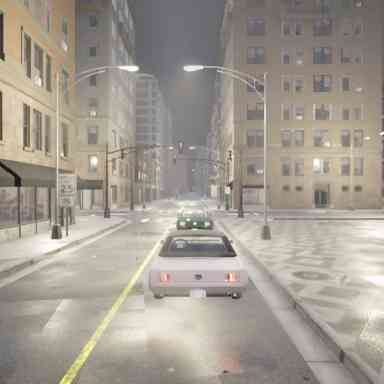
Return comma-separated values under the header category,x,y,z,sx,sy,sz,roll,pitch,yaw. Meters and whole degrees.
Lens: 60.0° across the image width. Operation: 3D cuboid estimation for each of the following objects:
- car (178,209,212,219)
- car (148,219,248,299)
category,x,y,z,sx,sy,sz,roll,pitch,yaw
car,0.146,1.600,18.625,1.895,1.301,4.718,0,0,0
car,0.121,1.601,8.390,1.895,1.301,4.718,0,0,0
